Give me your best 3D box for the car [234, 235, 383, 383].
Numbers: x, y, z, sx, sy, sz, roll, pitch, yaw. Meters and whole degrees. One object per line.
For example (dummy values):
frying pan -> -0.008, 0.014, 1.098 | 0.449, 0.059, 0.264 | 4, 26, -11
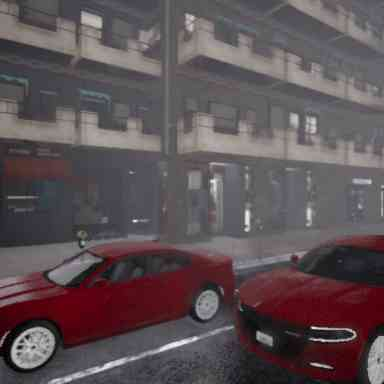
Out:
car -> 2.891, 1.492, 5.449 | 5.008, 1.535, 1.882 | 0, 0, -36

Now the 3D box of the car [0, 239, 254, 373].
car -> -1.266, 1.557, 5.649 | 4.507, 1.381, 1.887 | 0, 0, -36
